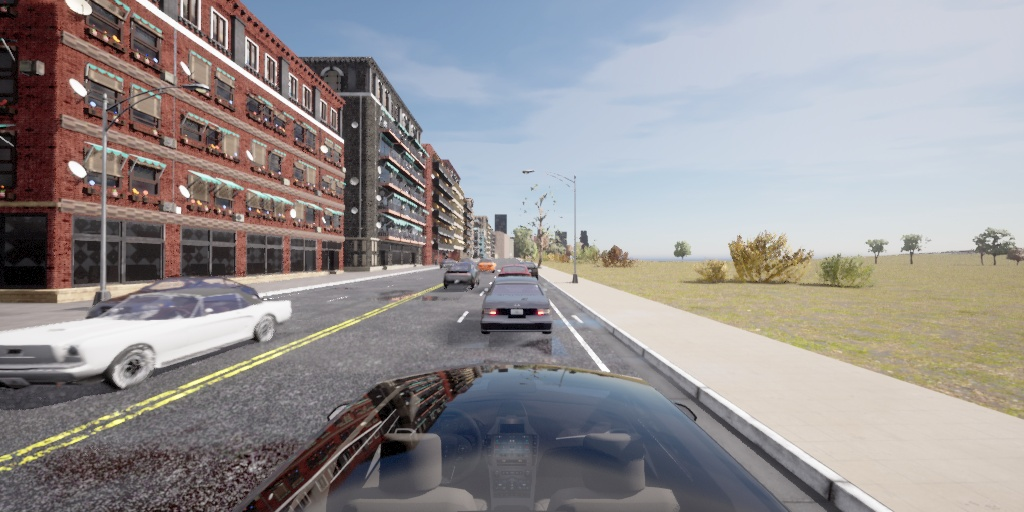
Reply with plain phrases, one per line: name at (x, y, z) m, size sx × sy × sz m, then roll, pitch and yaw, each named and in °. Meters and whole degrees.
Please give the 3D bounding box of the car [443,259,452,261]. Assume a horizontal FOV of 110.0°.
car at (-9.741, 1.239, 54.382) m, size 2.128 × 1.511 × 4.902 m, roll 0°, pitch 0°, yaw 0°

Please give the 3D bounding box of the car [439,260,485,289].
car at (-3.111, 1.243, 22.785) m, size 2.128 × 1.511 × 4.902 m, roll 0°, pitch 0°, yaw 0°

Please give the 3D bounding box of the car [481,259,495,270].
car at (-3.068, 1.104, 43.722) m, size 2.097 × 1.767 × 4.553 m, roll 0°, pitch 0°, yaw 0°

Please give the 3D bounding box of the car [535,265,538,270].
car at (1.192, 1.229, 30.522) m, size 1.882 × 1.535 × 5.008 m, roll 0°, pitch 0°, yaw 0°

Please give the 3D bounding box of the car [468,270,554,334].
car at (0.115, 1.298, 10.545) m, size 2.033 × 1.411 × 5.357 m, roll 0°, pitch 0°, yaw 0°

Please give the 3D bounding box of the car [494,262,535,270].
car at (0.139, 1.229, 21.085) m, size 1.882 × 1.535 × 5.008 m, roll 0°, pitch 0°, yaw 0°

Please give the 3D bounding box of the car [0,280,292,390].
car at (-6.591, 1.351, 6.953) m, size 1.895 × 1.301 × 4.718 m, roll 0°, pitch 0°, yaw 0°

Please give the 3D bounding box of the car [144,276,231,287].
car at (-9.835, 1.314, 10.891) m, size 1.994 × 1.385 × 4.181 m, roll 0°, pitch 0°, yaw 0°

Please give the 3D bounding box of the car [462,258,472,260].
car at (-6.503, 1.100, 50.372) m, size 2.097 × 1.767 × 4.553 m, roll 0°, pitch 0°, yaw 0°
